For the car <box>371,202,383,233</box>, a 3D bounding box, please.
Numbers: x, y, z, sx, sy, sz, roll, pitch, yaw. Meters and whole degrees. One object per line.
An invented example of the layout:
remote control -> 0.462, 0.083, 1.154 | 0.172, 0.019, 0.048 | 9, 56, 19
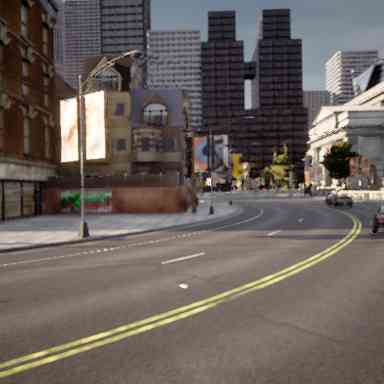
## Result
car -> 10.255, 1.230, 16.935 | 1.812, 1.442, 4.674 | -1, 1, 30

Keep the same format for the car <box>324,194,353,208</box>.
car -> 16.307, 0.951, 37.208 | 2.128, 1.511, 4.902 | -1, 0, 6
